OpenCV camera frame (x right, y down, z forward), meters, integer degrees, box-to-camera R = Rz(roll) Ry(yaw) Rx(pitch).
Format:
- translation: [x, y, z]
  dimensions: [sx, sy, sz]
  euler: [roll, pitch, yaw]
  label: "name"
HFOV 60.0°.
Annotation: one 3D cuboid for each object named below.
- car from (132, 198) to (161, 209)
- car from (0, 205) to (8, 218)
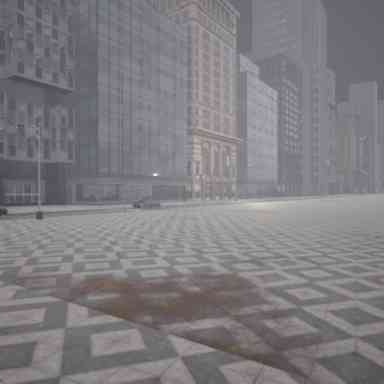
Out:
- translation: [-6.005, 1.557, 44.415]
  dimensions: [1.994, 1.385, 4.181]
  euler: [0, 0, 36]
  label: "car"
- translation: [-17.926, 1.541, 27.688]
  dimensions: [1.812, 1.442, 4.674]
  euler: [0, 0, 36]
  label: "car"
